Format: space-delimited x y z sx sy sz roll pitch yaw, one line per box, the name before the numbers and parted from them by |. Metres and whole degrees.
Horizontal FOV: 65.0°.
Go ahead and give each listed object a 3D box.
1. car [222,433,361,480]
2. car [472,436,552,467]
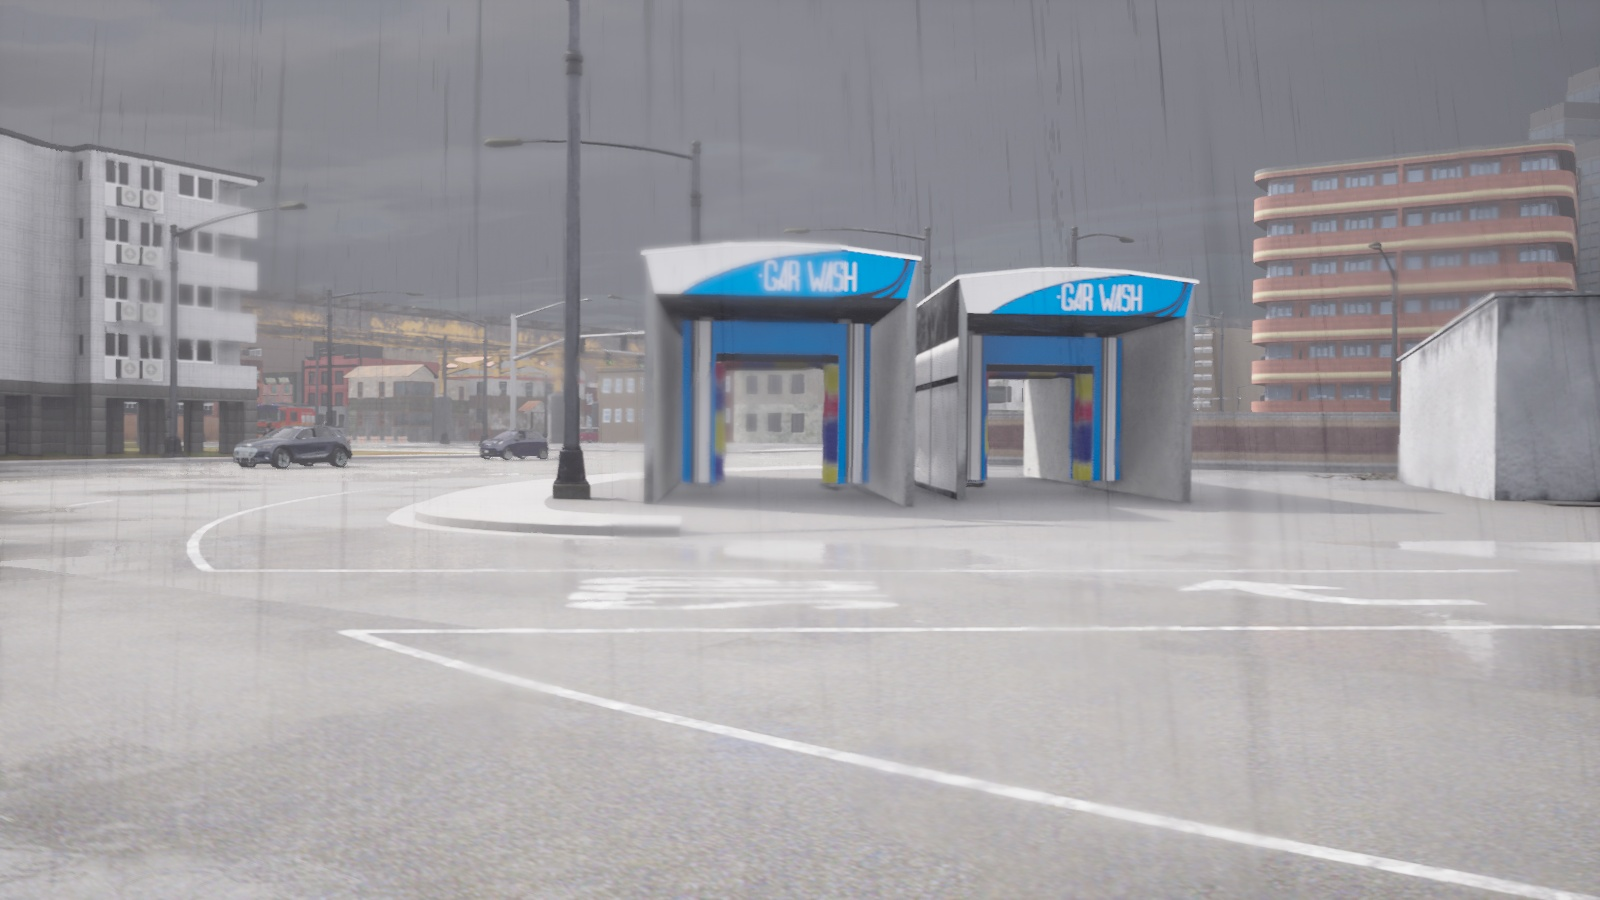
car | -19.156 0.205 47.570 2.033 1.649 4.856 0 1 23
car | -14.476 0.042 63.270 1.845 1.501 3.633 0 1 32
